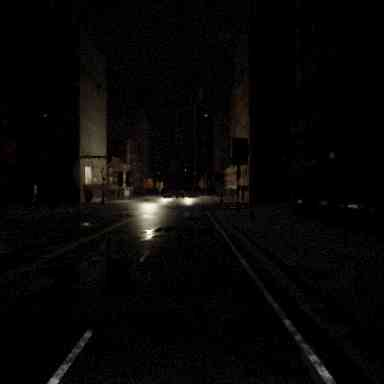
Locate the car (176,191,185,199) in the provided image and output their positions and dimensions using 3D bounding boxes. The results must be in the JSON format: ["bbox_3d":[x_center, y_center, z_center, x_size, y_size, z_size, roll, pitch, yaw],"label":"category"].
[{"bbox_3d":[-3.237,0.825,90.589,2.150,2.045,5.566,0,0,0],"label":"car"}]

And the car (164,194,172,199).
[{"bbox_3d":[-6.487,1.214,89.336,1.895,1.301,4.718,0,0,0],"label":"car"}]

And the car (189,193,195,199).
[{"bbox_3d":[0.013,1.100,90.560,1.837,1.490,4.892,0,0,0],"label":"car"}]
